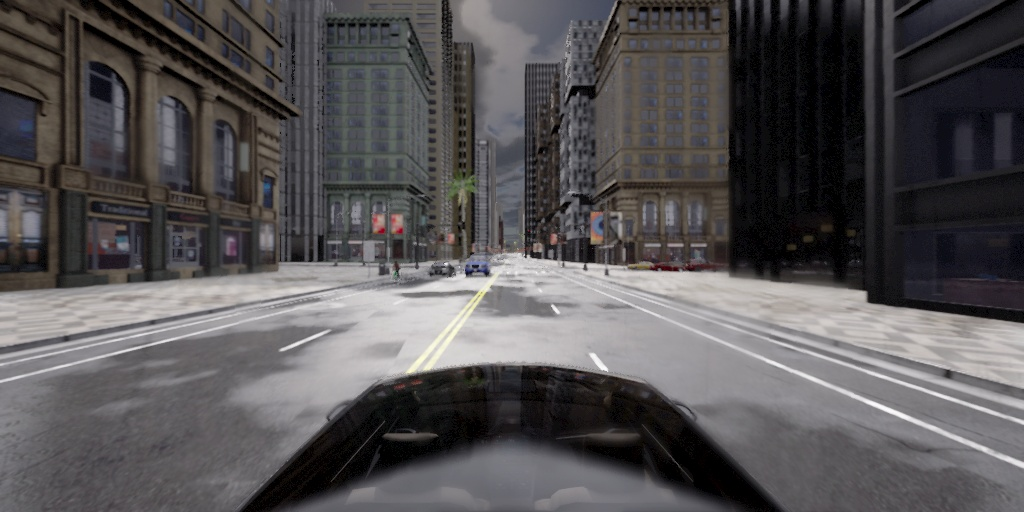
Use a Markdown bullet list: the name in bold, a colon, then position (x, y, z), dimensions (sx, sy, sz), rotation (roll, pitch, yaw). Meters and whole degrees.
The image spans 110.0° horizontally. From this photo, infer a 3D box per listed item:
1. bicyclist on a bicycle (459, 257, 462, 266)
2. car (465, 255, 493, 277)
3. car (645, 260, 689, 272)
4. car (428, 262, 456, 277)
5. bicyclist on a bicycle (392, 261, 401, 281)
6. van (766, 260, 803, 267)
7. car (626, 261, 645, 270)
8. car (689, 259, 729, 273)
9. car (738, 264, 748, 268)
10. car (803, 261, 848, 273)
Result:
- **bicyclist on a bicycle**: position (-8.840, 1.044, 61.532), dimensions (0.659, 1.776, 1.843), rotation (0, 0, -1)
- **car**: position (-3.312, 0.941, 35.528), dimensions (2.150, 2.045, 5.566), rotation (0, 0, 1)
- **car**: position (20.714, 1.534, 48.039), dimensions (4.507, 1.381, 1.888), rotation (0, 0, 0)
- **car**: position (-6.572, 1.284, 34.099), dimensions (1.994, 1.385, 4.181), rotation (0, 0, 0)
- **bicyclist on a bicycle**: position (-8.818, 1.182, 27.406), dimensions (0.582, 1.620, 1.656), rotation (0, 0, -1)
- **van**: position (35.976, 1.537, 47.990), dimensions (3.998, 1.789, 1.690), rotation (0, 0, 0)
- **car**: position (20.573, 1.531, 56.567), dimensions (4.829, 1.417, 1.751), rotation (0, 0, 0)
- **car**: position (25.802, 1.373, 48.022), dimensions (5.009, 1.841, 2.192), rotation (0, 0, 0)
- **car**: position (30.889, 1.709, 48.006), dimensions (4.207, 1.307, 1.802), rotation (0, 0, 0)
- **car**: position (41.063, 1.579, 47.974), dimensions (5.009, 1.841, 2.192), rotation (0, 0, 0)
